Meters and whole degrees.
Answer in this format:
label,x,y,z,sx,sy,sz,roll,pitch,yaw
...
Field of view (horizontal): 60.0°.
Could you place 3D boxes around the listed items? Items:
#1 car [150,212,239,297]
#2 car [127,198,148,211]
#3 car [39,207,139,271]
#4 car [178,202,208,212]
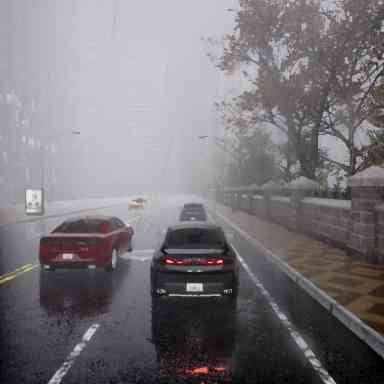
label,x,y,z,sx,sy,sz,roll,pitch,yaw
car,0.067,1.503,8.529,1.837,1.490,4.892,0,0,0
car,-6.544,1.481,40.181,1.882,1.535,5.008,0,0,0
car,-3.151,1.475,10.886,1.882,1.535,5.008,0,0,0
car,0.071,1.504,24.212,1.837,1.490,4.892,0,0,0
